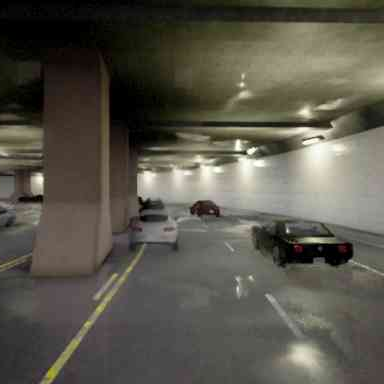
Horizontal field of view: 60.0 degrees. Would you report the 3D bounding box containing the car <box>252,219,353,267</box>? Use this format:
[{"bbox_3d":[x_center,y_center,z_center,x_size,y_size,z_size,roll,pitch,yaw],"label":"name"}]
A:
[{"bbox_3d":[3.355,1.555,11.200,1.895,1.301,4.718,0,0,-2],"label":"car"}]

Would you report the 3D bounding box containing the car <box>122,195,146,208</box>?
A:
[{"bbox_3d":[-8.014,1.239,45.750,1.837,1.490,4.892,0,1,-27],"label":"car"}]

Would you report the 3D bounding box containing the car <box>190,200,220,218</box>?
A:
[{"bbox_3d":[1.069,1.381,28.747,1.812,1.442,4.674,0,0,-12],"label":"car"}]

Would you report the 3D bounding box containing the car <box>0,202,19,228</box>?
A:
[{"bbox_3d":[-11.408,1.462,18.142,1.895,1.301,4.718,0,0,-7],"label":"car"}]

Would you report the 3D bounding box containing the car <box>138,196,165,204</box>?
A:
[{"bbox_3d":[-4.090,1.296,34.890,2.128,1.511,4.902,0,0,-17],"label":"car"}]

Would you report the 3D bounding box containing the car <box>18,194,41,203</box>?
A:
[{"bbox_3d":[-28.110,1.164,56.889,4.181,1.385,1.994,0,0,42],"label":"car"}]

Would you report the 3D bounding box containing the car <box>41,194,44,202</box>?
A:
[{"bbox_3d":[-26.906,1.137,60.512,4.892,1.490,1.837,1,0,38],"label":"car"}]

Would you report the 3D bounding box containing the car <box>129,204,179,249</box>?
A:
[{"bbox_3d":[-1.523,1.448,13.954,1.812,1.442,4.674,0,0,-3],"label":"car"}]
